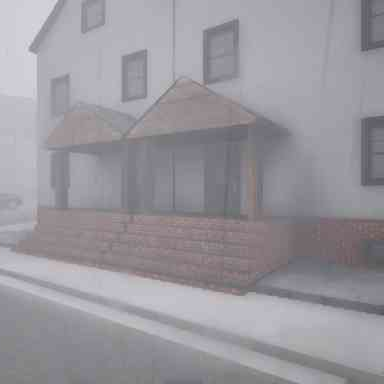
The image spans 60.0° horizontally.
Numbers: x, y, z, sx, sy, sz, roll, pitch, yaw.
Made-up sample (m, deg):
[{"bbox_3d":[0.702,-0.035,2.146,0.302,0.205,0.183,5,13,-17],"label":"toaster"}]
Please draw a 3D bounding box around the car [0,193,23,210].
[{"bbox_3d":[-16.157,0.891,26.523,1.837,1.490,4.892,0,7,35],"label":"car"}]
